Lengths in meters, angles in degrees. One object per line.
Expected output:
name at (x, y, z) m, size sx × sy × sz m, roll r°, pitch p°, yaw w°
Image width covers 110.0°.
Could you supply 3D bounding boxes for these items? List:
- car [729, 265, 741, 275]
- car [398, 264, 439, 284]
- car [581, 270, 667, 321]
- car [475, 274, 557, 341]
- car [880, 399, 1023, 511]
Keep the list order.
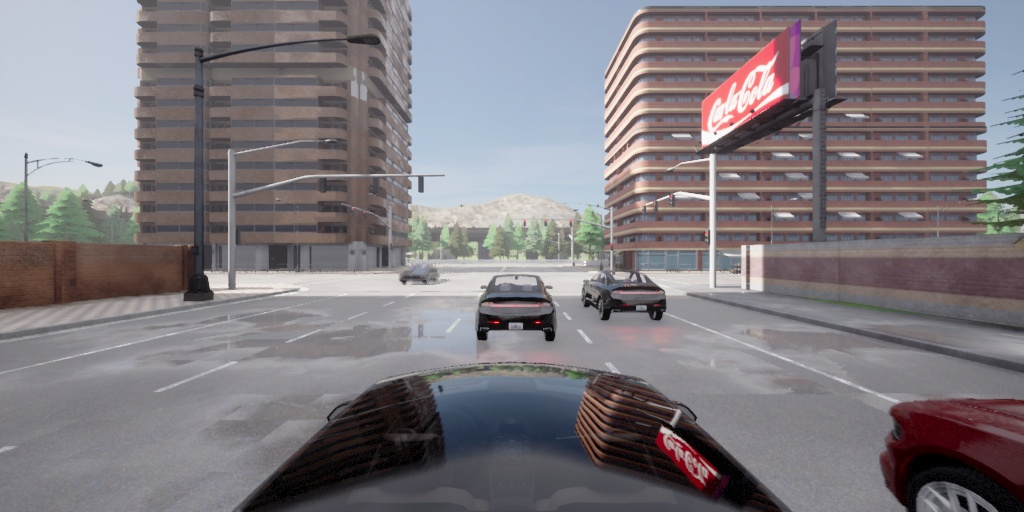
car at (25.127, 1.227, 36.963) m, size 5.008 × 1.535 × 1.882 m, roll 0°, pitch 0°, yaw 0°
car at (-6.795, 1.294, 26.854) m, size 2.033 × 1.411 × 5.357 m, roll 0°, pitch 0°, yaw 0°
car at (3.657, 1.241, 12.459) m, size 2.128 × 1.511 × 4.902 m, roll 0°, pitch 0°, yaw 1°
car at (0.121, 1.241, 9.854) m, size 2.128 × 1.511 × 4.902 m, roll 0°, pitch 0°, yaw 1°
car at (3.588, 1.227, 0.485) m, size 1.882 × 1.535 × 5.008 m, roll 0°, pitch 0°, yaw 0°
